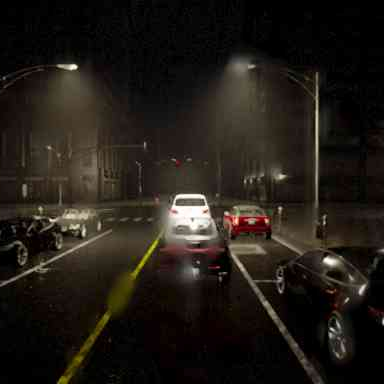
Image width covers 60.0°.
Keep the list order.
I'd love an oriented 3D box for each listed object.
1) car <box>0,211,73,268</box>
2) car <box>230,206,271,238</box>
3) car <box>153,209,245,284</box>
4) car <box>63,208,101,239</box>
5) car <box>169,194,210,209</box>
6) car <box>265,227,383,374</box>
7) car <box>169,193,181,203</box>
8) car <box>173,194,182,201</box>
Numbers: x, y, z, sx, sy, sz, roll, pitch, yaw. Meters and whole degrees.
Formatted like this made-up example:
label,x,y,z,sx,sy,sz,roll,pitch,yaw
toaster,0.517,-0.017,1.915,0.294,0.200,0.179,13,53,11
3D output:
label,x,y,z,sx,sy,sz,roll,pitch,yaw
car,-5.821,1.532,11.174,1.947,1.339,4.313,0,0,0
car,2.672,1.388,16.860,1.967,1.590,4.097,0,0,0
car,0.014,1.462,9.476,2.128,1.511,4.902,0,0,0
car,-5.852,1.501,16.811,2.008,1.369,4.403,0,0,0
car,-0.100,1.162,19.498,2.150,2.045,5.566,0,0,0
car,2.735,1.547,5.588,1.947,1.339,4.313,0,0,0
car,-3.396,1.181,66.239,2.097,1.767,4.553,0,0,0
car,-3.525,1.330,81.662,2.128,1.511,4.902,0,0,-1
